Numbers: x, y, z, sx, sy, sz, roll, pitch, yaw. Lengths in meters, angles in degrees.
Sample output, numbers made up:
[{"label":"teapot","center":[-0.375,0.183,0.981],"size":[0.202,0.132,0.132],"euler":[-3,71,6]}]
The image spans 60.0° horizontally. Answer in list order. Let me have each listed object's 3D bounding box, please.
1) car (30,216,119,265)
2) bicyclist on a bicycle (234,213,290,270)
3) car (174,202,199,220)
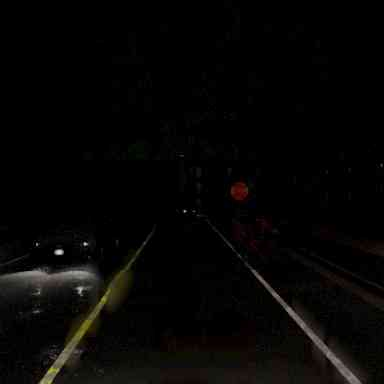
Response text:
[{"label":"car","center":[-3.872,1.564,11.598],"size":[1.994,1.385,4.181],"euler":[0,0,-1]},{"label":"bicyclist on a bicycle","center":[2.003,1.434,9.517],"size":[1.656,1.620,0.582],"euler":[0,0,-2]},{"label":"car","center":[-0.463,1.545,28.334],"size":[2.033,1.411,5.357],"euler":[0,0,2]}]
